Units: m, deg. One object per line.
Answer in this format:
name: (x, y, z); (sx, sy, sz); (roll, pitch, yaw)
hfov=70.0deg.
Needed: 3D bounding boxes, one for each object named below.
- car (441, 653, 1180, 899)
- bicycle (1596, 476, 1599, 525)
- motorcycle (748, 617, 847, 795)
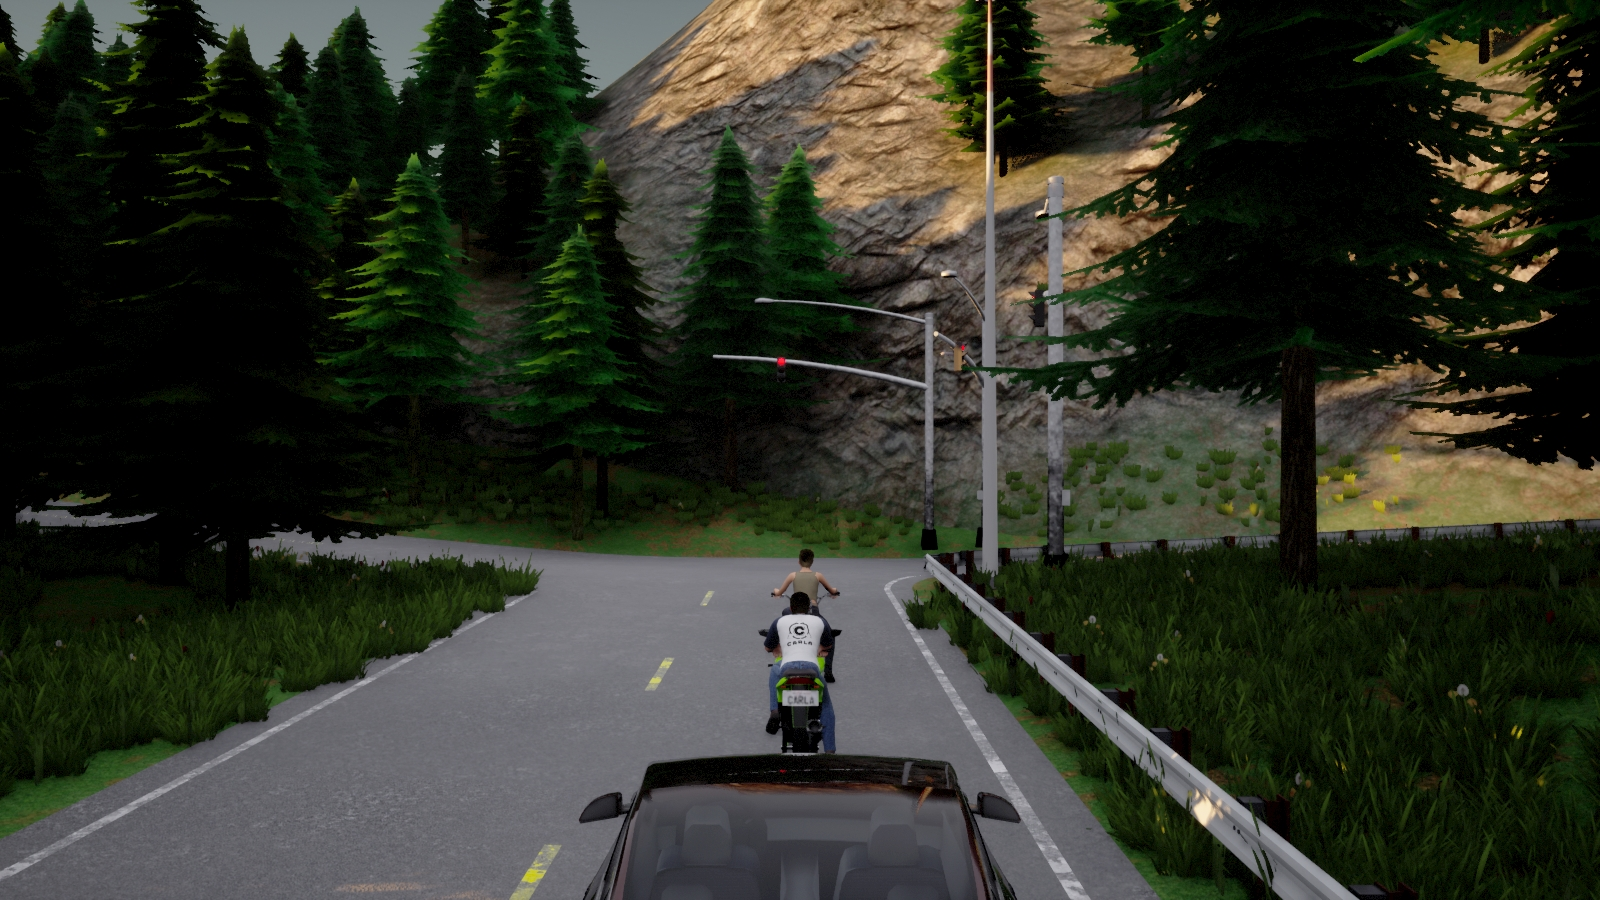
car: (0.029, 2.063, 5.012); (2.163, 1.488, 4.792); (0, 0, 0)
bicycle: (21.725, 1.355, 29.474); (1.835, 1.471, 0.329); (-5, -2, 26)
motorcycle: (-0.020, 2.213, 10.238); (0.803, 1.145, 2.033); (0, 0, 0)
